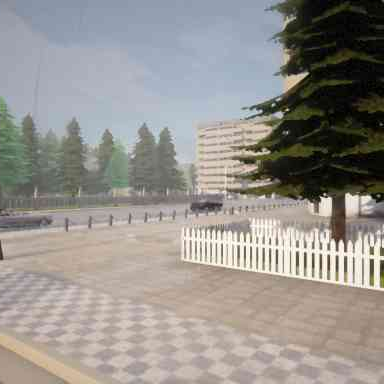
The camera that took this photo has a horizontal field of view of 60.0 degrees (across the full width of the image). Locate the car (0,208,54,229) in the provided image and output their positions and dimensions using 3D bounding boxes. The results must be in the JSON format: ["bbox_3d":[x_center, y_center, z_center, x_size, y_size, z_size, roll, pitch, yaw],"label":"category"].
[{"bbox_3d":[-10.849,1.601,19.916,1.895,1.301,4.718,0,0,36],"label":"car"}]

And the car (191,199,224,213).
[{"bbox_3d":[1.834,1.477,37.617,1.882,1.535,5.008,0,0,36],"label":"car"}]
